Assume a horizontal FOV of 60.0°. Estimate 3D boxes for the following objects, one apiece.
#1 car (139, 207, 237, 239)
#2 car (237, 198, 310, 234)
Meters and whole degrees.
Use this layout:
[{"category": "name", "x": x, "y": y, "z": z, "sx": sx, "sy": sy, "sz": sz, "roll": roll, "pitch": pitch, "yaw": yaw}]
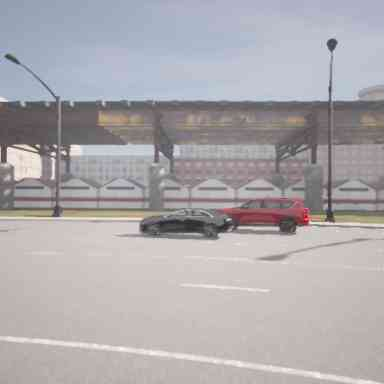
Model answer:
[{"category": "car", "x": -0.292, "y": 1.572, "z": 17.380, "sx": 4.902, "sy": 1.511, "sz": 2.128, "roll": 0, "pitch": -1, "yaw": 10}, {"category": "car", "x": 4.162, "y": 1.344, "z": 20.029, "sx": 5.566, "sy": 2.045, "sz": 2.150, "roll": 0, "pitch": -1, "yaw": 15}]
